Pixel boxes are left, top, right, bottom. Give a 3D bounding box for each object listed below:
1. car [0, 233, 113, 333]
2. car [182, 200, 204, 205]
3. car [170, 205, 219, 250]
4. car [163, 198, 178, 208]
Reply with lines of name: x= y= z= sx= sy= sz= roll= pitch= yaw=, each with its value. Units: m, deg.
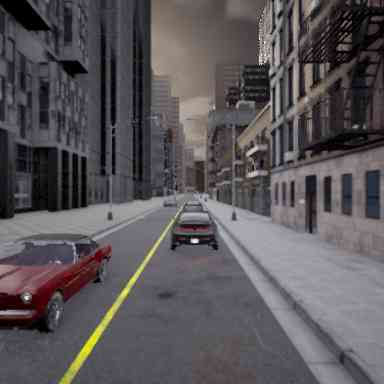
car: x=-3.100 y=1.605 z=6.911 sx=1.895 sy=1.301 sz=4.718 roll=0 pitch=0 yaw=0
car: x=0.101 y=1.535 z=32.252 sx=2.128 sy=1.511 sz=4.902 roll=0 pitch=0 yaw=0
car: x=0.100 y=1.518 z=14.428 sx=1.837 sy=1.490 sz=4.892 roll=0 pitch=0 yaw=0
car: x=-3.077 y=1.641 z=48.929 sx=1.994 sy=1.385 sz=4.181 roll=0 pitch=0 yaw=0
